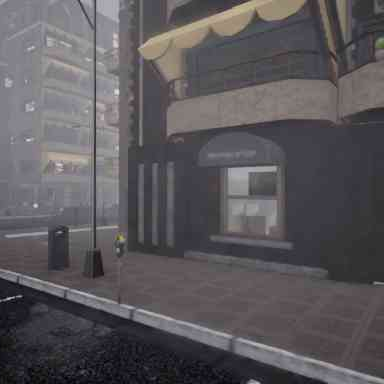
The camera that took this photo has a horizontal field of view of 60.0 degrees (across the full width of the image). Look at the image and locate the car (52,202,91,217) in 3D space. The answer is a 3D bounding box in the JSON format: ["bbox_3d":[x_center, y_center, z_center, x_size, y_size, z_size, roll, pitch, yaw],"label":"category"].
[{"bbox_3d":[-12.752,1.821,35.326,1.967,1.590,4.097,-1,-1,35],"label":"car"}]

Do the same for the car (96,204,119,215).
[{"bbox_3d":[-9.465,2.063,39.947,1.802,1.307,4.206,-1,-1,35],"label":"car"}]
